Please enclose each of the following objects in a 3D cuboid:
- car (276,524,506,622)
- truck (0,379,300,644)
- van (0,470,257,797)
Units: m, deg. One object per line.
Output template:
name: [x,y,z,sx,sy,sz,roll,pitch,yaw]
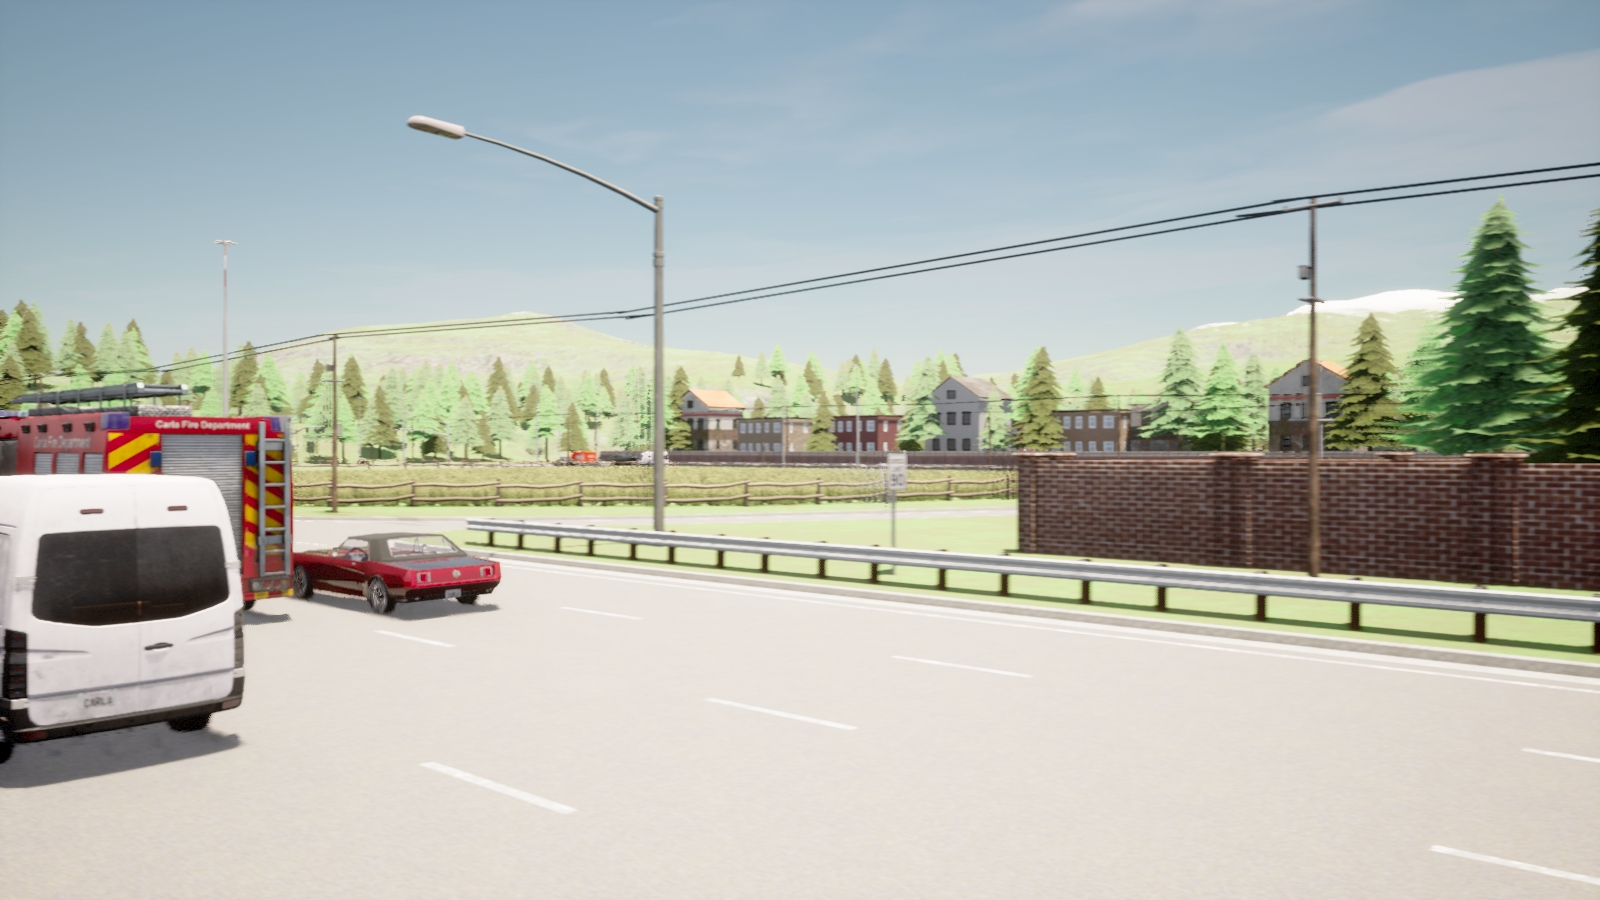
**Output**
car: [-7.561,2.149,20.880,4.718,1.301,1.895,0,0,41]
truck: [-12.339,0.886,20.419,8.468,3.827,2.891,0,0,41]
van: [-7.995,1.532,11.962,5.915,2.561,1.988,0,0,41]
